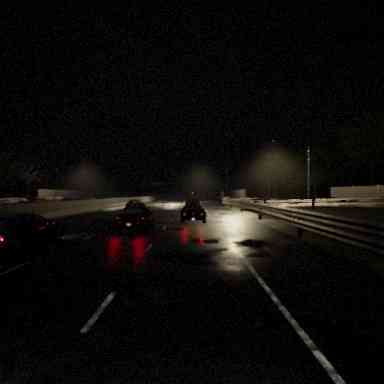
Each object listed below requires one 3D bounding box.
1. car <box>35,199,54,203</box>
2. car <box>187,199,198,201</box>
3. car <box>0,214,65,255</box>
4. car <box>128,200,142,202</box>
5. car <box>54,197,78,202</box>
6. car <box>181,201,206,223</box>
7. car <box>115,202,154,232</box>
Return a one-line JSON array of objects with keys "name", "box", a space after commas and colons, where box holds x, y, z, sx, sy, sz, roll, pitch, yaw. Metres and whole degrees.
[{"name": "car", "box": [-24.512, 1.770, 55.955, 1.895, 1.301, 4.718, 0, 0, 0]}, {"name": "car", "box": [0.097, 1.583, 42.813, 1.882, 1.535, 5.008, 0, 0, 0]}, {"name": "car", "box": [-6.900, 1.568, 13.301, 2.033, 1.411, 5.357, 0, 0, 0]}, {"name": "car", "box": [-6.903, 1.643, 40.407, 2.033, 1.411, 5.357, 0, 0, 0]}, {"name": "car", "box": [-21.012, 1.650, 56.505, 1.882, 1.535, 5.008, 0, -1, 0]}, {"name": "car", "box": [0.098, 1.651, 26.052, 1.895, 1.301, 4.718, 0, 0, 0]}, {"name": "car", "box": [-3.400, 1.561, 20.163, 1.812, 1.442, 4.674, 0, 0, 0]}]
